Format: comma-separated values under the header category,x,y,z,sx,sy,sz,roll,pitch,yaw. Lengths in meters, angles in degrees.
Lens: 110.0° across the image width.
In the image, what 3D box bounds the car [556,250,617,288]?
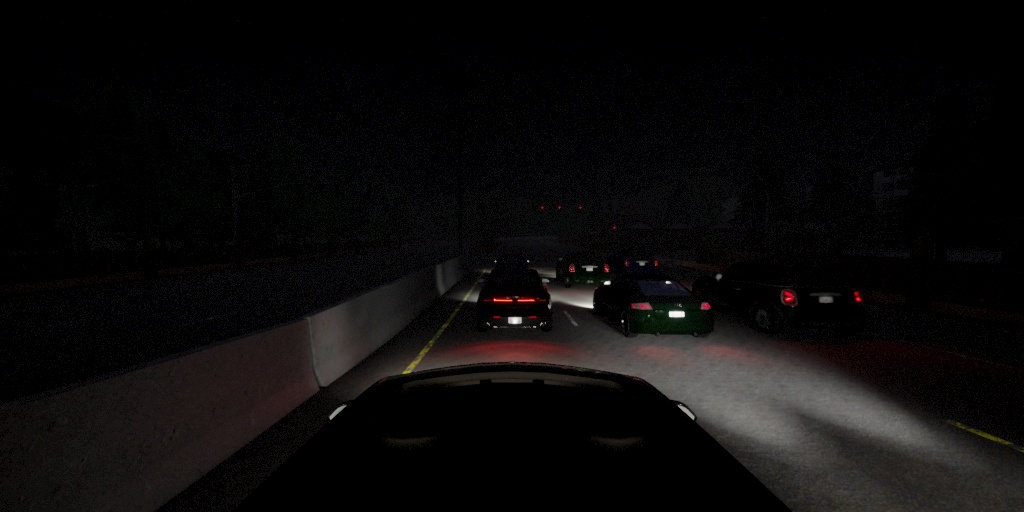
category,x,y,z,sx,sy,sz,roll,pitch,yaw
car,3.505,0.494,18.359,2.097,1.767,4.553,0,4,0

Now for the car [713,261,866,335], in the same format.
category,x,y,z,sx,sy,sz,roll,pitch,yaw
car,7.056,0.933,10.191,2.097,1.767,4.553,0,2,0

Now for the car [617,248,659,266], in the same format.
category,x,y,z,sx,sy,sz,roll,pitch,yaw
car,7.045,0.312,21.412,2.097,1.767,4.553,0,4,1

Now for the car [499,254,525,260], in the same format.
category,x,y,z,sx,sy,sz,roll,pitch,yaw
car,-0.002,0.599,19.838,2.033,1.411,5.357,0,4,0

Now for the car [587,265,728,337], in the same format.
category,x,y,z,sx,sy,sz,roll,pitch,yaw
car,3.559,1.161,9.767,1.994,1.385,4.181,0,2,0

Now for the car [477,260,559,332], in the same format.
category,x,y,z,sx,sy,sz,roll,pitch,yaw
car,0.055,1.081,10.333,1.837,1.490,4.892,0,2,0
